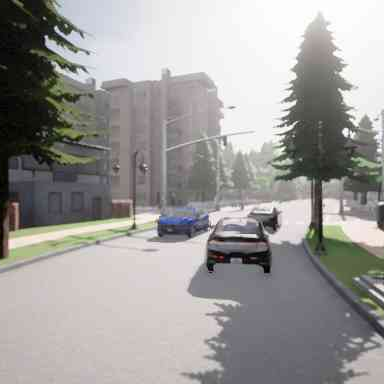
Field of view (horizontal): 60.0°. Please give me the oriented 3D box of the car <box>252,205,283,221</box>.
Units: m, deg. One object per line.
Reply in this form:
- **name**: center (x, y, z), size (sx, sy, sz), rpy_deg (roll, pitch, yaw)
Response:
- **car**: center (4.866, 1.640, 22.002), size (2.128, 1.511, 4.902), rpy_deg (0, 0, 19)

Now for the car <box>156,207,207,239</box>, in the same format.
- **car**: center (-0.363, 1.603, 18.611), size (1.882, 1.535, 5.008), rpy_deg (0, 0, 17)

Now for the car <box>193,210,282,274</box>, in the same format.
- **car**: center (1.592, 1.567, 10.924), size (2.128, 1.511, 4.902), rpy_deg (0, 0, 11)
